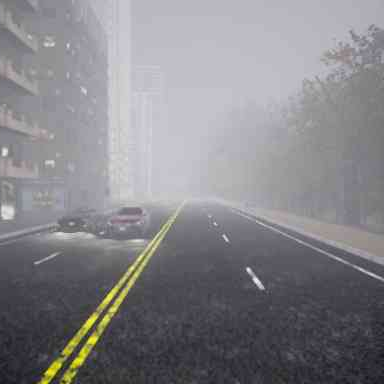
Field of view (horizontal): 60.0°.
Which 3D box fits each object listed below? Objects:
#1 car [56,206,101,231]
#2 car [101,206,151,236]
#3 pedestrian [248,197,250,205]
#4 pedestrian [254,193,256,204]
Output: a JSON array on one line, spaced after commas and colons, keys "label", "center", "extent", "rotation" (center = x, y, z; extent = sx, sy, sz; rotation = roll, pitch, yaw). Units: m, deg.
[{"label": "car", "center": [-6.601, 1.542, 20.220], "extent": [1.994, 1.385, 4.181], "rotation": [0, 0, 0]}, {"label": "car", "center": [-3.351, 1.505, 18.253], "extent": [1.812, 1.442, 4.674], "rotation": [0, 0, 0]}, {"label": "pedestrian", "center": [9.008, 1.369, 52.640], "extent": [0.375, 1.300, 0.375], "rotation": [0, 1, 0]}, {"label": "pedestrian", "center": [10.009, 0.992, 53.237], "extent": [0.375, 1.860, 0.375], "rotation": [0, 1, 0]}]
